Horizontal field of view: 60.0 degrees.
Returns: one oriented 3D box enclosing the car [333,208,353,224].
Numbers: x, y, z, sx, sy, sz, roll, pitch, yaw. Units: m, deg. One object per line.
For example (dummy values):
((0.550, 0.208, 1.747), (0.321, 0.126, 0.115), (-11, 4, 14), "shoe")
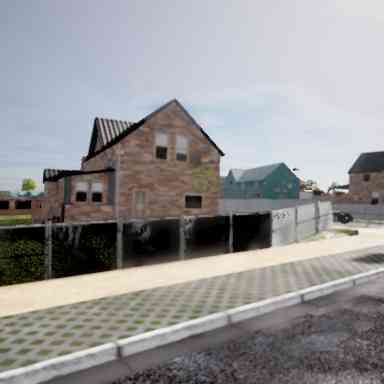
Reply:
((10.018, 1.701, 25.341), (1.994, 1.385, 4.181), (3, -2, -28), "car")
